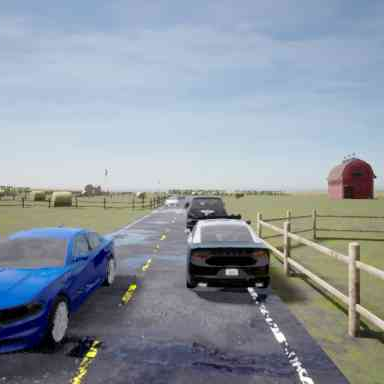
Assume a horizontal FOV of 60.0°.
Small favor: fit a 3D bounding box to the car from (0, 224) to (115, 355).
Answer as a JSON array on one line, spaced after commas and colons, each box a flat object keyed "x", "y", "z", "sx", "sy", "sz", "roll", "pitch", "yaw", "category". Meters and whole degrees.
[{"x": -2.866, "y": 1.477, "z": 6.513, "sx": 1.882, "sy": 1.535, "sz": 5.008, "roll": 0, "pitch": 0, "yaw": 0, "category": "car"}]

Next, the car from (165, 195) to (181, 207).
[{"x": -2.960, "y": 1.517, "z": 49.885, "sx": 1.812, "sy": 1.442, "sz": 4.674, "roll": 0, "pitch": 0, "yaw": 0, "category": "car"}]

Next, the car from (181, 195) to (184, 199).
[{"x": -0.077, "y": 1.540, "z": 46.080, "sx": 2.033, "sy": 1.411, "sz": 5.357, "roll": 0, "pitch": 0, "yaw": 0, "category": "car"}]

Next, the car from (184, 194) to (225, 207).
[{"x": 0.779, "y": 1.222, "z": 19.259, "sx": 2.150, "sy": 2.045, "sz": 5.566, "roll": 0, "pitch": 0, "yaw": 0, "category": "car"}]

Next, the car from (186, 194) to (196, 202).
[{"x": -0.163, "y": 1.257, "z": 71.673, "sx": 2.097, "sy": 1.767, "sz": 4.553, "roll": 0, "pitch": 0, "yaw": 0, "category": "car"}]

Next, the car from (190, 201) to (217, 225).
[{"x": 0.766, "y": 1.502, "z": 25.230, "sx": 1.837, "sy": 1.490, "sz": 4.892, "roll": 0, "pitch": 0, "yaw": 0, "category": "car"}]

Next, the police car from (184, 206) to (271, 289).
[{"x": 0.802, "y": 1.424, "z": 9.340, "sx": 1.930, "sy": 1.638, "sz": 5.238, "roll": 0, "pitch": 0, "yaw": 0, "category": "police car"}]
